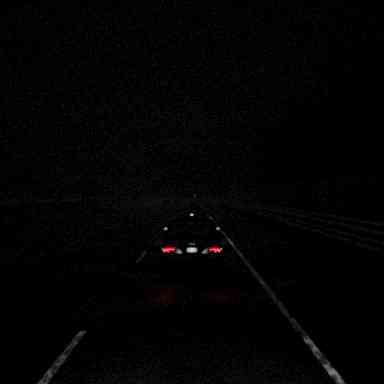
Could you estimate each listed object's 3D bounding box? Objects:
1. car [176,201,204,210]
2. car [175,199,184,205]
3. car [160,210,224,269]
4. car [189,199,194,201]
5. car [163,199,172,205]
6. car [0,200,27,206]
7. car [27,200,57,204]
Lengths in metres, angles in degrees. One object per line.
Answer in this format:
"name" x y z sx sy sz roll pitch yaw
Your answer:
"car" -0.012 1.638 26.063 1.994 1.385 4.181 0 0 0
"car" -3.542 2.627 91.781 2.097 1.767 4.553 0 -2 0
"car" -0.004 1.550 11.100 2.033 1.411 5.357 0 0 0
"car" -0.042 2.797 91.806 1.812 1.442 4.674 0 -2 0
"car" -7.042 2.756 91.388 1.837 1.490 4.892 0 -2 0
"car" -21.019 1.751 40.357 1.812 1.442 4.674 0 -1 0
"car" -17.520 1.700 40.242 1.882 1.535 5.008 0 -1 0
